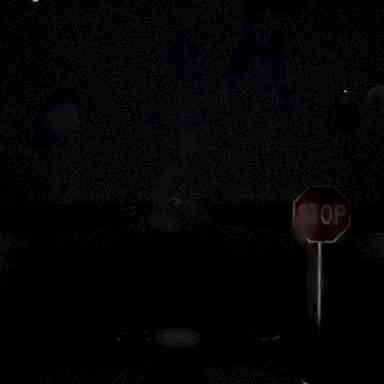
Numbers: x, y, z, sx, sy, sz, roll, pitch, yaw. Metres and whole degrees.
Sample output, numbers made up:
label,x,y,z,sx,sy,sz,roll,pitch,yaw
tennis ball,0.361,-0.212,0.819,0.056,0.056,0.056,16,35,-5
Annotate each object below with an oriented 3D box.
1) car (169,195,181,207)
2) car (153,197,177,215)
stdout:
label,x,y,z,sx,sy,sz,roll,pitch,yaw
car,-2.936,1.424,54.859,2.150,2.045,5.566,0,-1,0
car,-2.923,1.555,34.830,1.882,1.535,5.008,0,0,0
